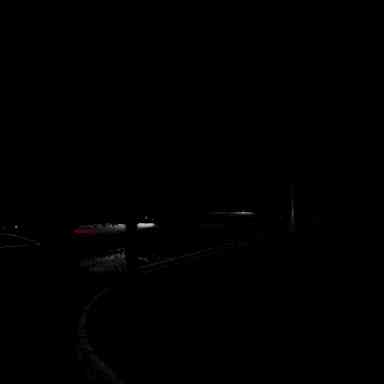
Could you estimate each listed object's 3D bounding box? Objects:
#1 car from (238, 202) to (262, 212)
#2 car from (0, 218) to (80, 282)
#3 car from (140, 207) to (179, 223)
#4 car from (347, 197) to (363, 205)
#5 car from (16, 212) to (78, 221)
[{"bbox_3d":[8.659,2.212,49.438,2.033,1.411,5.357,-2,-2,33],"label":"car"},{"bbox_3d":[-5.273,1.694,8.547,2.128,1.511,4.902,-2,-1,35],"label":"car"},{"bbox_3d":[-2.976,2.109,31.069,1.994,1.385,4.181,-2,-1,32],"label":"car"},{"bbox_3d":[38.651,2.276,79.675,1.812,1.442,4.674,-2,-2,43],"label":"car"},{"bbox_3d":[-9.487,2.016,21.067,2.128,1.511,4.902,-2,-1,34],"label":"car"}]
